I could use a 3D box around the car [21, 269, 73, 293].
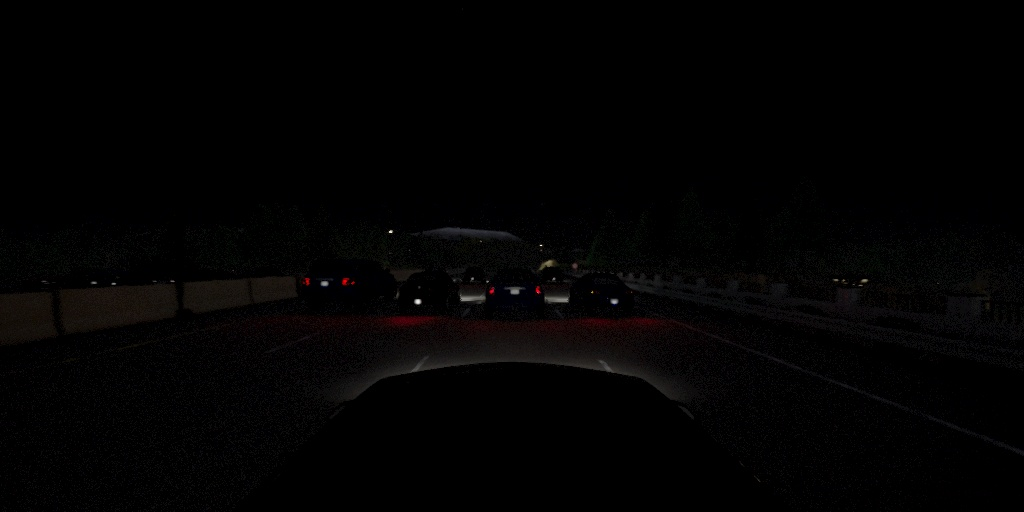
[{"bbox_3d":[-28.100,1.525,23.357,1.882,1.535,5.008,0,-1,0],"label":"car"}]

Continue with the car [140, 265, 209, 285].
[{"bbox_3d":[-21.100,1.551,23.947,2.128,1.511,4.902,0,-1,0],"label":"car"}]

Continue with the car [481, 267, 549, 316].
[{"bbox_3d":[0.099,1.256,14.205,2.097,1.767,4.553,0,-1,0],"label":"car"}]

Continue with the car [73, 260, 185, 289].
[{"bbox_3d":[-24.601,1.278,23.868,2.150,2.045,5.566,0,-1,0],"label":"car"}]

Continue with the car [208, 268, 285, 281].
[{"bbox_3d":[-17.600,1.574,24.490,1.837,1.490,4.892,0,-1,0],"label":"car"}]

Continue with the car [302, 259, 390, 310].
[{"bbox_3d":[-6.901,1.148,15.886,2.150,2.045,5.566,0,-1,0],"label":"car"}]

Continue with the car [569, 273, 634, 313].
[{"bbox_3d":[3.585,1.439,14.877,1.812,1.442,4.674,0,-1,0],"label":"car"}]

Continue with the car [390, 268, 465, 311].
[{"bbox_3d":[-3.401,1.425,15.381,1.837,1.490,4.892,0,-1,0],"label":"car"}]

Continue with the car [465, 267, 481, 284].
[{"bbox_3d":[-3.404,1.766,33.122,1.837,1.490,4.892,0,-1,0],"label":"car"}]

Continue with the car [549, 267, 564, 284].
[{"bbox_3d":[3.597,1.766,33.130,1.837,1.490,4.892,0,-1,0],"label":"car"}]
